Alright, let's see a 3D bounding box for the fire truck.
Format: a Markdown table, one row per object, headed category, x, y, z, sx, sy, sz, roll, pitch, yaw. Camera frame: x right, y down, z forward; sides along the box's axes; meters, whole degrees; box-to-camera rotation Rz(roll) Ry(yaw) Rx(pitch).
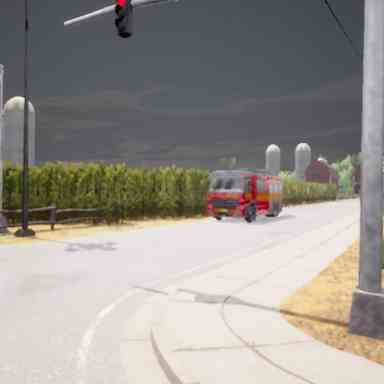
| category | x | y | z | sx | sy | sz | roll | pitch | yaw |
| --- | --- | --- | --- | --- | --- | --- | --- | --- | --- |
| fire truck | 4.390 | 0.181 | 25.710 | 2.891 | 3.827 | 8.468 | 1 | 1 | 33 |
